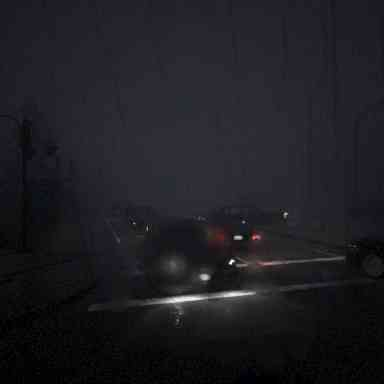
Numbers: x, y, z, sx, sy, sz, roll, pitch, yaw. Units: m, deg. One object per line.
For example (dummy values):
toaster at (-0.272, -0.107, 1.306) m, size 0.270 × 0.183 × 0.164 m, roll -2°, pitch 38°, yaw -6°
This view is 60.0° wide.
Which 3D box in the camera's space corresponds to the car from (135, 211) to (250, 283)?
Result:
car at (-0.371, 1.543, 10.093) m, size 2.033 × 1.411 × 5.357 m, roll 0°, pitch 0°, yaw -14°

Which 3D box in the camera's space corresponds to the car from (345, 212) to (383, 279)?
car at (6.518, 1.476, 8.218) m, size 5.008 × 1.535 × 1.882 m, roll 0°, pitch 0°, yaw 40°

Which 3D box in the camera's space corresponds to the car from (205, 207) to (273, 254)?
car at (1.355, 1.538, 13.390) m, size 2.033 × 1.411 × 5.357 m, roll 0°, pitch 0°, yaw -3°

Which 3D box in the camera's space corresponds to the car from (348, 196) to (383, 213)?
car at (15.633, 1.356, 29.149) m, size 1.970 × 1.475 × 3.806 m, roll 0°, pitch 0°, yaw -17°

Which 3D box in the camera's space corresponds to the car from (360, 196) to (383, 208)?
car at (23.971, 1.274, 43.118) m, size 1.845 × 1.501 × 3.633 m, roll 0°, pitch 0°, yaw -17°

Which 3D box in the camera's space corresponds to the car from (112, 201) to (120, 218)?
car at (-6.222, 1.515, 30.091) m, size 2.033 × 1.411 × 5.357 m, roll 0°, pitch 0°, yaw -17°

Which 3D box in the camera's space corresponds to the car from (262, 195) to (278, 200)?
car at (10.423, 1.278, 47.074) m, size 2.152 × 1.636 × 5.027 m, roll 0°, pitch 0°, yaw -17°

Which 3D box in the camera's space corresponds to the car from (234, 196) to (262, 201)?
car at (7.433, 1.288, 46.124) m, size 2.007 × 1.523 × 4.514 m, roll 0°, pitch 0°, yaw -17°

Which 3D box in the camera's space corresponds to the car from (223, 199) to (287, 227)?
car at (2.859, 1.467, 19.895) m, size 5.357 × 1.411 × 2.033 m, roll -3°, pitch 1°, yaw -15°

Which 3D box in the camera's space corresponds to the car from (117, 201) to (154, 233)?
car at (-3.083, 1.529, 19.933) m, size 2.033 × 1.411 × 5.357 m, roll 0°, pitch 0°, yaw -17°
